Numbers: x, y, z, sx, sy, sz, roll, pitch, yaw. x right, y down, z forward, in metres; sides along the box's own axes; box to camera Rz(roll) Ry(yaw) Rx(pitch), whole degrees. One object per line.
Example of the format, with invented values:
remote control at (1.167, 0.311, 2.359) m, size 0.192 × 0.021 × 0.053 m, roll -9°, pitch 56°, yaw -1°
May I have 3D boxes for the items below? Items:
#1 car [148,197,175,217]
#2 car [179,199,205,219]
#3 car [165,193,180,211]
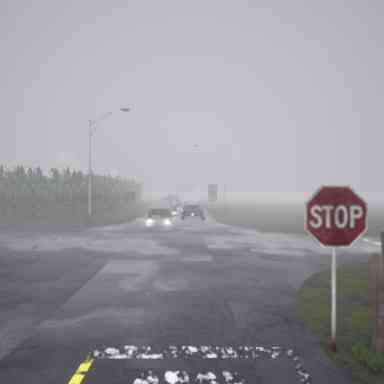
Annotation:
car at (-2.905, 1.478, 30.970) m, size 1.882 × 1.535 × 5.008 m, roll 0°, pitch 0°, yaw 0°
car at (0.049, 1.505, 28.661) m, size 1.837 × 1.490 × 4.892 m, roll 0°, pitch 0°, yaw 0°
car at (-2.918, 1.352, 41.296) m, size 2.097 × 1.767 × 4.553 m, roll 0°, pitch 0°, yaw 0°
